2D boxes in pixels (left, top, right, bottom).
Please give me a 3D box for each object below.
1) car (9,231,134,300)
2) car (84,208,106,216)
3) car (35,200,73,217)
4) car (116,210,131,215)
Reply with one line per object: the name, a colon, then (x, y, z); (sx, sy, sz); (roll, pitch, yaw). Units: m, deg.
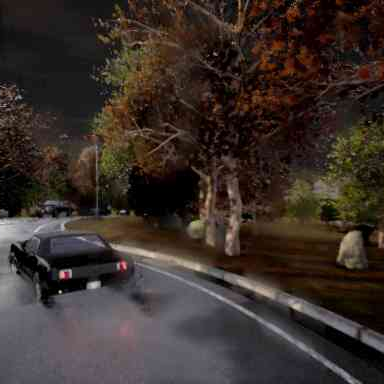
car: (-3.394, 1.669, 8.706); (1.895, 1.301, 4.718); (0, 0, -37)
car: (-15.031, 3.148, 51.642); (1.895, 1.301, 4.718); (0, -5, 5)
car: (-16.087, 1.913, 39.223); (2.150, 2.045, 5.566); (0, -3, 6)
car: (-13.701, 4.339, 66.507); (1.882, 1.535, 5.008); (0, -5, 5)
